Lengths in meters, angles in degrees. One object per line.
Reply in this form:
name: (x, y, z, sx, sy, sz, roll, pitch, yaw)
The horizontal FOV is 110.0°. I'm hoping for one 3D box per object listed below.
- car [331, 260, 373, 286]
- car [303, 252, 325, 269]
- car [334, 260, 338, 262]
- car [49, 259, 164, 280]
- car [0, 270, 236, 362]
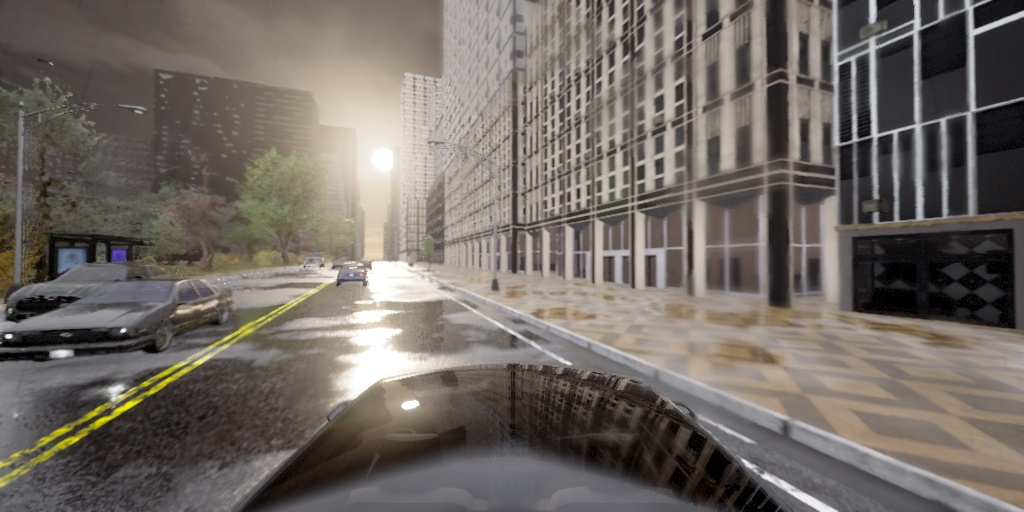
car: (-10.803, 1.225, 24.505, 2.033, 1.411, 5.357, 0, 0, -21)
car: (-27.461, 0.520, 49.867, 2.150, 2.045, 5.566, 0, 0, -21)
car: (-24.436, 1.233, 51.040, 2.033, 1.411, 5.357, 0, 0, -21)
car: (-13.077, 1.000, 11.599, 2.097, 1.767, 4.553, 0, 0, -21)
car: (-8.410, 1.231, 8.443, 2.033, 1.411, 5.357, 0, 0, -21)
